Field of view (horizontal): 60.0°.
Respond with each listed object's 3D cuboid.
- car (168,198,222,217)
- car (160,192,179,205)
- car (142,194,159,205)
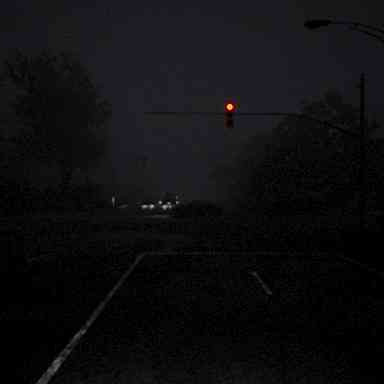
[{"bbox_3d":[0.393,1.504,30.600,4.674,1.442,1.812,0,0,-3],"label":"car"},{"bbox_3d":[-3.838,1.151,57.616,2.150,2.045,5.566,0,0,0],"label":"car"},{"bbox_3d":[-7.328,1.476,56.820,2.033,1.411,5.357,0,0,0],"label":"car"}]
